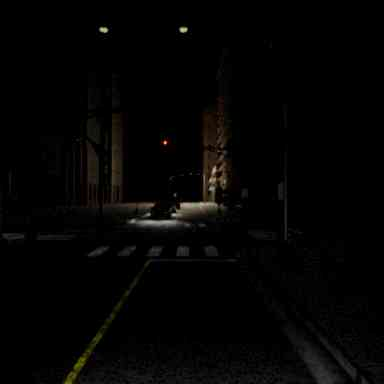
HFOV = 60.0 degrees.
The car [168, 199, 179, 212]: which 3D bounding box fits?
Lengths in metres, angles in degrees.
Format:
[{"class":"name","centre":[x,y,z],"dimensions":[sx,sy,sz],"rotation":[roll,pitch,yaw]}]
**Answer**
[{"class":"car","centre":[-3.056,2.006,43.403],"dimensions":[1.812,1.442,4.674],"rotation":[0,-1,0]}]

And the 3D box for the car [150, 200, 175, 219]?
[{"class":"car","centre":[-3.065,1.848,33.440],"dimensions":[1.882,1.535,5.008],"rotation":[0,-1,0]}]

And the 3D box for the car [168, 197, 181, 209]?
[{"class":"car","centre":[-3.031,1.819,54.116],"dimensions":[2.150,2.045,5.566],"rotation":[0,-1,1]}]
